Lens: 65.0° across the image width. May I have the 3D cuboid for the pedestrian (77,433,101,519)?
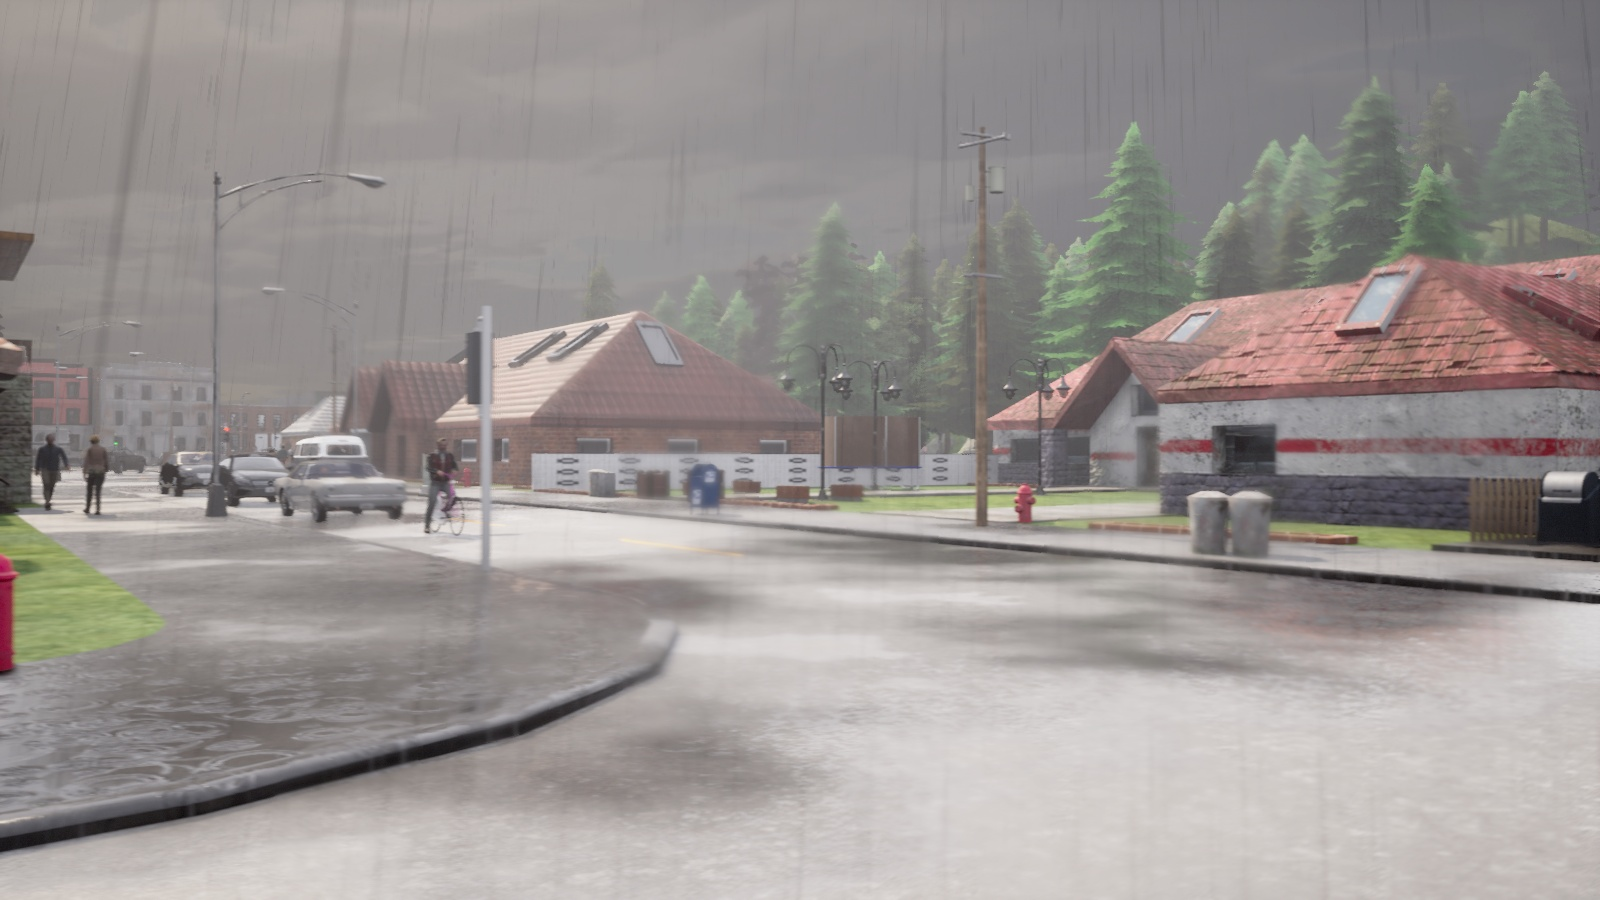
[{"bbox_3d":[-15.470,0.557,27.320,0.331,1.846,0.634,0,0,-41],"label":"pedestrian"}]

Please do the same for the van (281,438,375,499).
[{"bbox_3d":[-16.727,0.618,44.395,2.069,2.038,4.480,0,0,-35],"label":"van"}]

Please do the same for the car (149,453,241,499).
[{"bbox_3d":[-21.043,0.857,43.593,2.128,1.511,4.902,0,0,-35],"label":"car"}]

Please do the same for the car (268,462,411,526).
[{"bbox_3d":[-10.522,0.941,28.480,1.895,1.301,4.718,0,0,-35],"label":"car"}]

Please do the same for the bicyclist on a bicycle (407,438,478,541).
[{"bbox_3d":[-6.453,0.688,22.617,0.659,1.776,1.843,0,0,-35],"label":"bicyclist on a bicycle"}]

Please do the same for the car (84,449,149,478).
[{"bbox_3d":[-45.822,0.873,84.308,1.932,1.855,4.605,1,0,-1],"label":"car"}]

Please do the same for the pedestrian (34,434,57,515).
[{"bbox_3d":[-17.510,0.565,29.144,0.402,1.842,0.726,0,0,-36],"label":"pedestrian"}]

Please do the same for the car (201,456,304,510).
[{"bbox_3d":[-15.744,0.896,35.980,1.812,1.442,4.674,0,0,-35],"label":"car"}]
